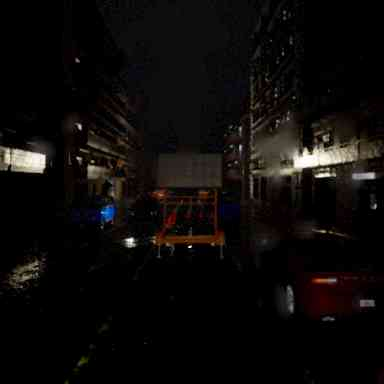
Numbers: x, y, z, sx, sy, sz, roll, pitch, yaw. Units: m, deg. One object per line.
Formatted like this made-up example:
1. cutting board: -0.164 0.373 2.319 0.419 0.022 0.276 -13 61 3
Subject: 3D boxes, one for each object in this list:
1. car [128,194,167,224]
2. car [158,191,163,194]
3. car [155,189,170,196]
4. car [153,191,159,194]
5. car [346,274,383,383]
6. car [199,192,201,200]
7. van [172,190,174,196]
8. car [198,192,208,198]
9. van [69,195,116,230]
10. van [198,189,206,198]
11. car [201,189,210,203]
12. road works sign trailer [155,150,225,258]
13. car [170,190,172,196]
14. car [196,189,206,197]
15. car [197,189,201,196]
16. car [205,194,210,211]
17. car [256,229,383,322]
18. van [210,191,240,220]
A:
1. car: -2.954 1.163 22.018 1.882 1.535 5.008 0 1 0
2. car: -5.545 0.882 46.735 1.887 1.381 4.507 -1 1 0
3. car: -5.602 0.494 58.033 2.192 1.841 5.009 -1 1 0
4. car: -5.519 0.961 41.084 1.887 1.381 4.507 -1 1 0
5. car: 2.550 1.560 1.373 1.802 1.307 4.206 -1 1 0
6. car: 2.336 0.919 46.682 1.802 1.307 4.206 -1 1 0
7. van: -5.682 0.283 74.986 1.690 1.788 3.998 -1 1 0
8. car: 2.229 0.602 69.337 1.802 1.307 4.206 -1 1 0
9. van: -5.414 1.077 18.479 1.690 1.788 3.998 -1 1 0
10. van: 2.199 0.281 74.997 1.690 1.788 3.998 -1 1 0
11. car: 2.386 0.811 35.351 2.192 1.841 5.009 -1 1 0
12. road works sign trailer: -0.056 0.291 12.003 2.380 3.560 2.880 0 1 0
13. car: -5.652 0.548 69.167 1.752 1.417 4.829 -1 1 0
14. car: 2.171 0.176 80.661 2.192 1.841 5.009 -1 1 0
15. car: 2.278 0.493 58.006 2.192 1.841 5.009 -1 1 0
16. car: 2.416 1.158 29.691 1.802 1.307 4.206 -1 1 0
17. car: 2.522 1.442 7.036 1.887 1.381 4.507 -1 1 0
18. van: 2.439 0.997 24.025 1.690 1.788 3.998 -1 1 0
